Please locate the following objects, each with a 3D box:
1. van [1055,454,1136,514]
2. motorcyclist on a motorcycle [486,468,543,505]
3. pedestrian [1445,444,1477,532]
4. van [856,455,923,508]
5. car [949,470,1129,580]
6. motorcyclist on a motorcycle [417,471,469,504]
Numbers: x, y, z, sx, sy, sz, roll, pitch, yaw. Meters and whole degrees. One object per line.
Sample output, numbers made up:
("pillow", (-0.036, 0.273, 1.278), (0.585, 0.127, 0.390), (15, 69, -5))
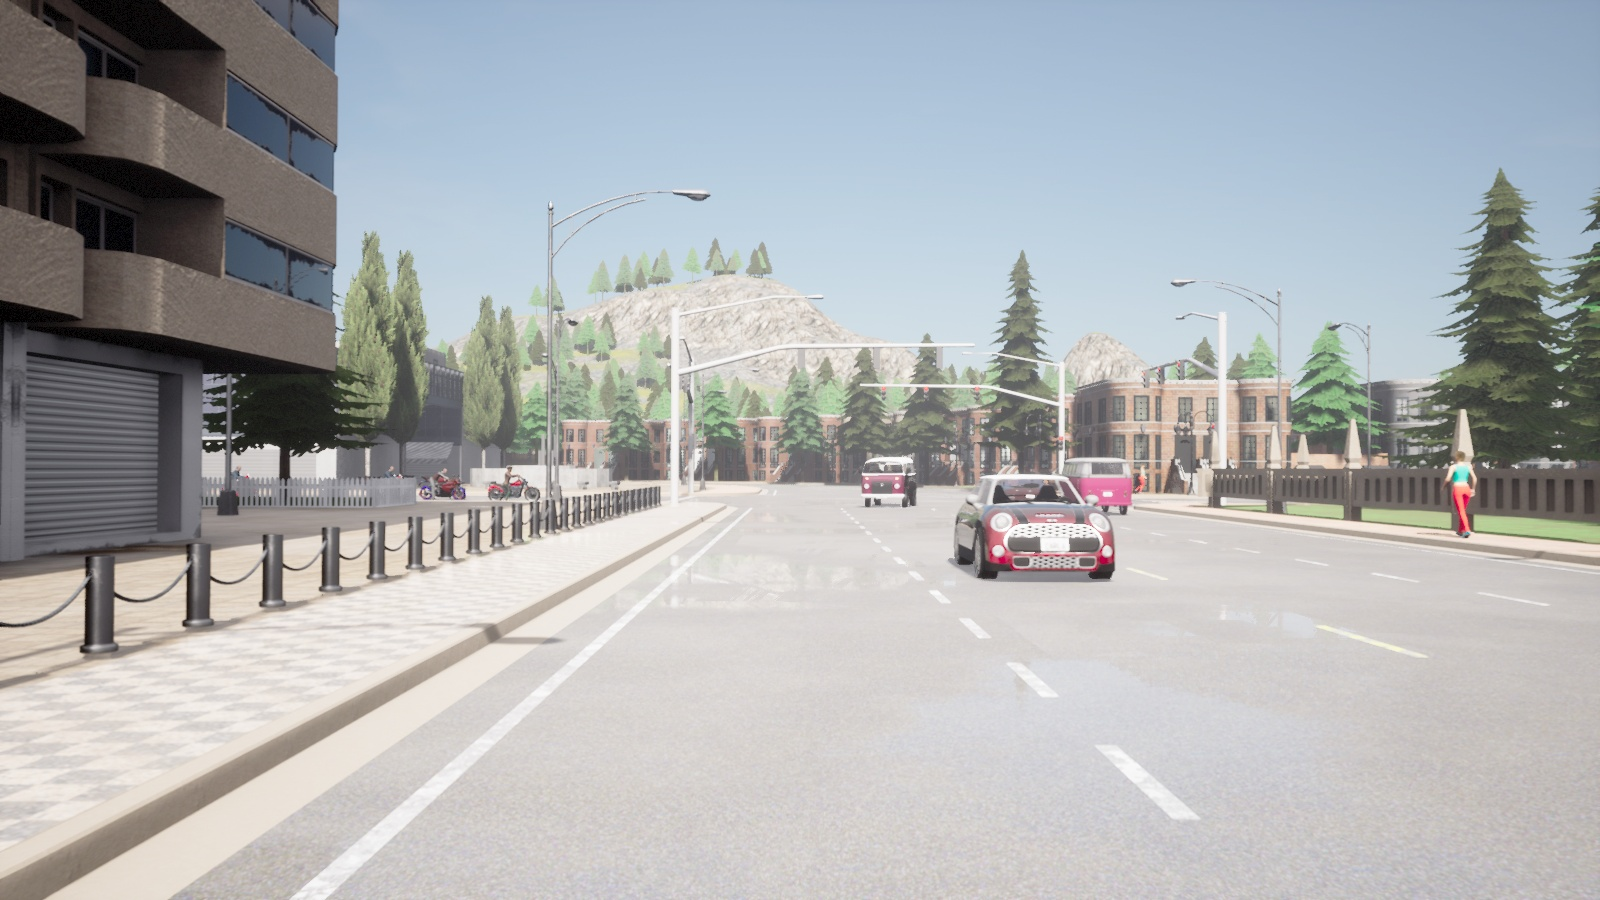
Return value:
("van", (10.389, 1.171, 44.463), (1.775, 1.987, 4.442), (0, -1, 0))
("motorcyclist on a motorcycle", (-12.681, 1.627, 55.829), (2.350, 1.649, 0.766), (0, -1, 0))
("pedestrian", (13.950, 0.801, 26.508), (0.345, 1.836, 0.594), (0, -1, -2))
("van", (3.673, 1.265, 51.063), (2.069, 2.038, 4.480), (-1, -1, 12))
("car", (3.453, 1.038, 18.881), (1.970, 1.475, 3.806), (0, -1, 0))
("motorcyclist on a motorcycle", (-16.849, 1.779, 59.314), (2.191, 1.530, 0.866), (0, -1, 0))
